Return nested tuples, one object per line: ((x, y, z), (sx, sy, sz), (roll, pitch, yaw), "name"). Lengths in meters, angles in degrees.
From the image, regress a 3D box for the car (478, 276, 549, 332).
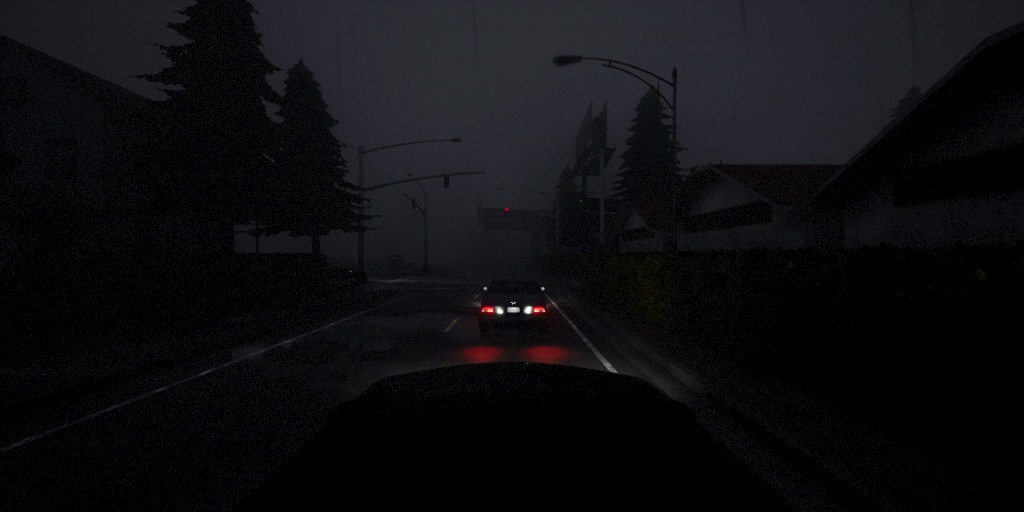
((0.058, 1.297, 10.837), (2.033, 1.411, 5.357), (0, 0, 1), "car")

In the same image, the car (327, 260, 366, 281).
((-13.644, 1.159, 26.305), (4.718, 1.301, 1.895), (0, 0, 0), "car")
